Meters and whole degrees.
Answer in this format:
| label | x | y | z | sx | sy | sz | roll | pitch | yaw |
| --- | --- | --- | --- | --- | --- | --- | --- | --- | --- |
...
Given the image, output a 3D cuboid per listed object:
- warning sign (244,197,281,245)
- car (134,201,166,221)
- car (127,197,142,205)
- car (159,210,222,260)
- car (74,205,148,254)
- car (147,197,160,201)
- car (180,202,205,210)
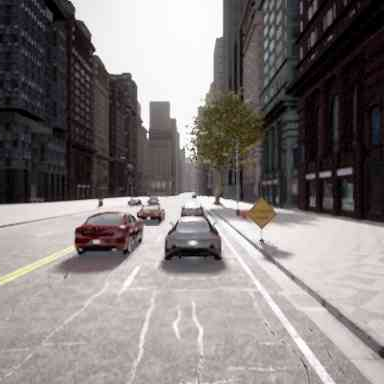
| label | x | y | z | sx | sy | sz | roll | pitch | yaw |
| --- | --- | --- | --- | --- | --- | --- | --- | --- | --- |
| warning sign | 2.854 | 1.161 | 13.641 | 1.300 | 1.860 | 1.060 | 0 | 0 | 0 |
| car | -3.206 | 1.691 | 26.934 | 1.895 | 1.301 | 4.718 | 0 | 0 | 1 |
| car | -9.804 | 1.691 | 56.921 | 2.128 | 1.511 | 4.902 | 0 | 0 | 0 |
| car | 0.048 | 1.607 | 12.669 | 1.994 | 1.385 | 4.181 | 0 | 0 | 1 |
| car | -3.196 | 1.523 | 13.658 | 1.882 | 1.535 | 5.008 | 0 | 0 | 0 |
| car | -6.557 | 1.704 | 56.935 | 1.837 | 1.490 | 4.892 | 0 | 0 | 0 |
| car | 0.050 | 1.585 | 27.546 | 2.128 | 1.511 | 4.902 | 0 | 0 | 1 |
